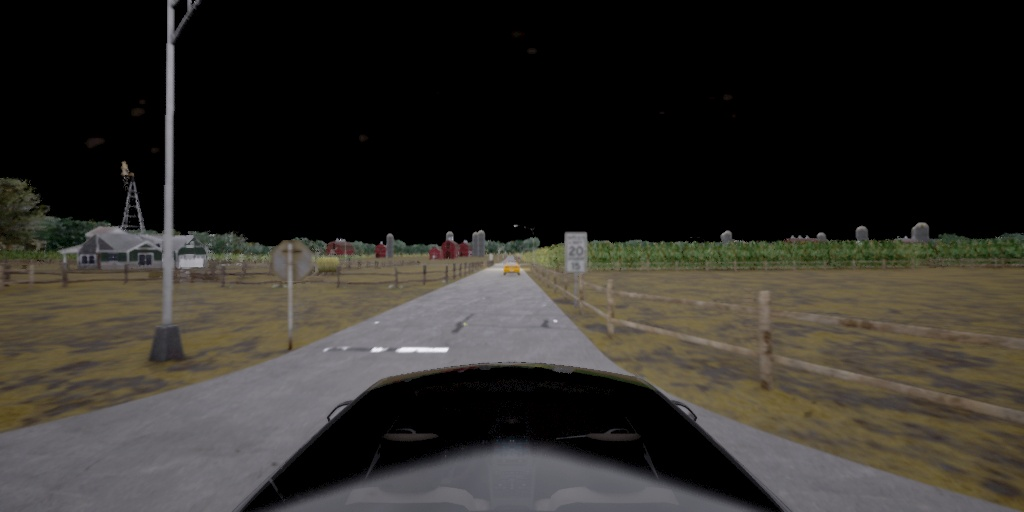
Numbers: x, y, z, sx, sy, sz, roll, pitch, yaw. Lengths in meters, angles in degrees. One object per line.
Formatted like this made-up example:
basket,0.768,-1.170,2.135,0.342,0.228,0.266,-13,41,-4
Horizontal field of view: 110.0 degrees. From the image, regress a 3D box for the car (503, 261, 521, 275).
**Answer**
car,-0.025,1.428,42.171,1.882,1.535,5.008,0,0,0
